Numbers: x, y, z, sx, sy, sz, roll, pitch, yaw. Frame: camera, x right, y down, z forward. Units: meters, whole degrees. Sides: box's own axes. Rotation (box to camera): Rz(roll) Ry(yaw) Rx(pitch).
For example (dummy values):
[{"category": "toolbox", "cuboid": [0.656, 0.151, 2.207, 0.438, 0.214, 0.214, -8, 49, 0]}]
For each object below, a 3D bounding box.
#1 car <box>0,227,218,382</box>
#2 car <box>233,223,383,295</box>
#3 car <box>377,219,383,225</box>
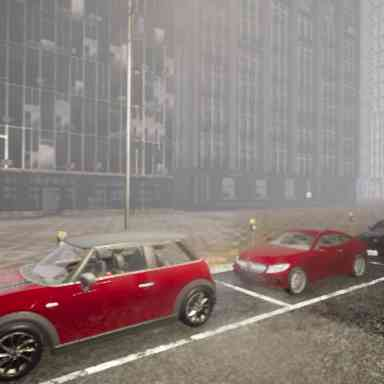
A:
[{"category": "car", "cuboid": [-1.619, 1.442, 5.393, 4.097, 1.590, 1.967, 0, 1, -35]}, {"category": "car", "cuboid": [2.975, 1.592, 8.670, 4.206, 1.307, 1.802, 0, 1, -35]}, {"category": "car", "cuboid": [7.569, 1.583, 11.946, 4.313, 1.339, 1.947, 0, 1, -35]}]
